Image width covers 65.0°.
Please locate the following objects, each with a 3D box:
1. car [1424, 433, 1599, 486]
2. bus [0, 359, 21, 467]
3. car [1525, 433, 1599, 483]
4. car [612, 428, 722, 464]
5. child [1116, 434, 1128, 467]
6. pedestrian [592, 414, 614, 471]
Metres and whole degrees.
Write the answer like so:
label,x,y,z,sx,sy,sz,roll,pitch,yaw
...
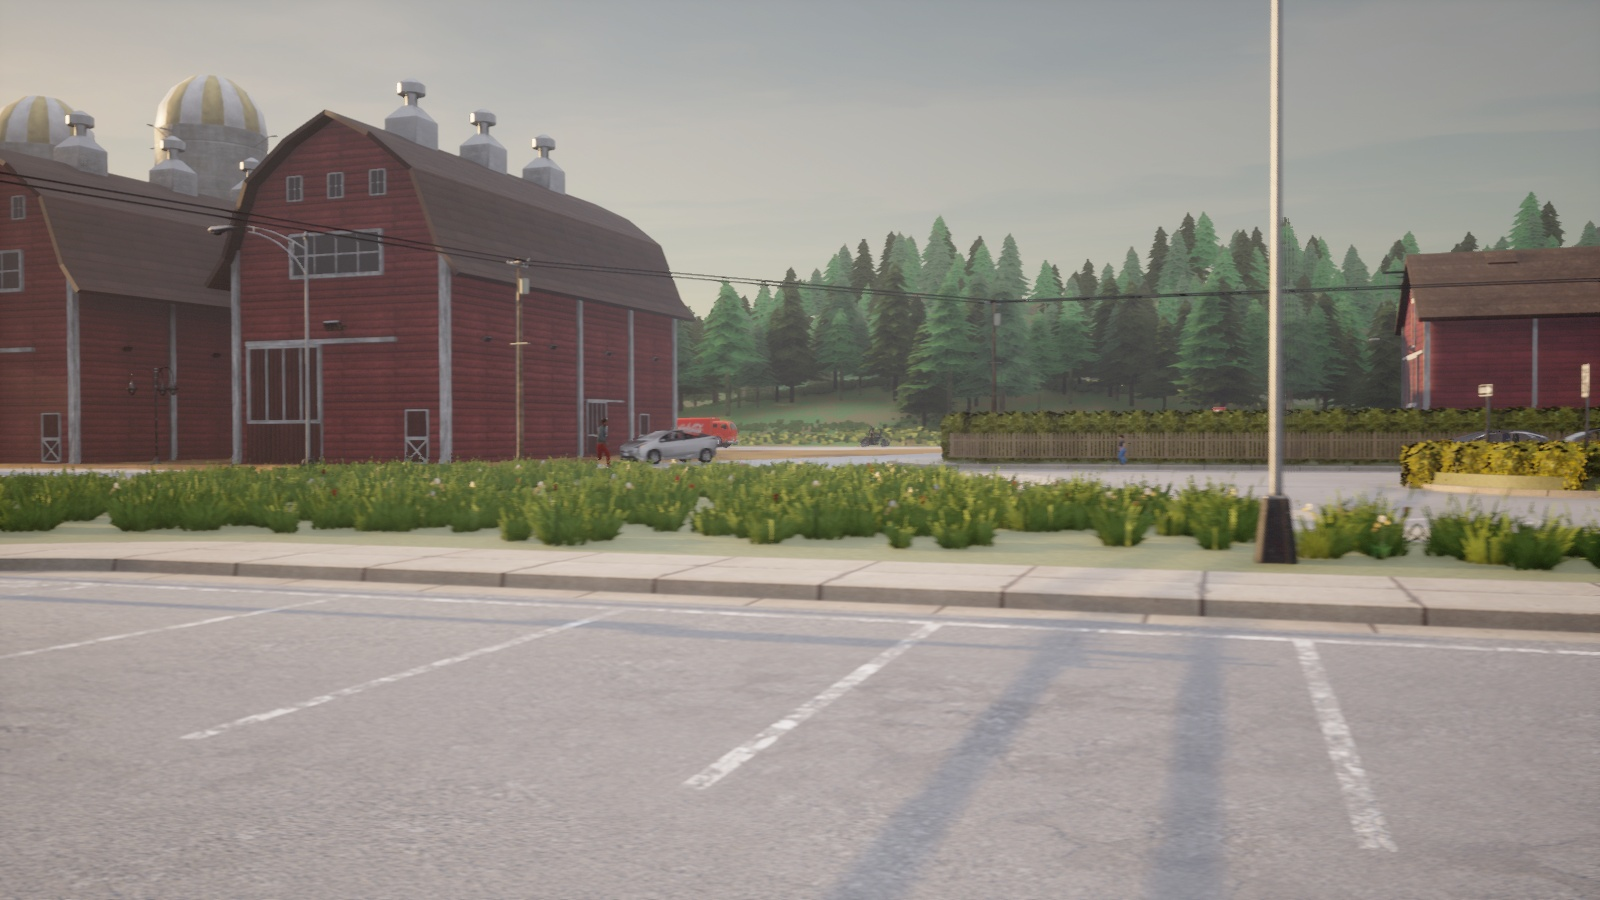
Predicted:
label,x,y,z,sx,sy,sz,roll,pitch,yaw
car,21.742,0.257,37.952,4.902,1.511,2.128,1,1,19
bus,-36.890,-1.492,50.166,10.273,4.253,3.944,0,1,16
car,25.592,0.256,40.312,3.705,1.549,1.789,1,1,19
car,-5.863,-0.226,55.552,4.514,1.525,2.007,-1,1,-41
child,12.525,0.028,48.796,0.437,1.263,0.270,0,1,13
pedestrian,-6.472,-0.239,41.210,0.614,1.847,0.353,0,1,13
